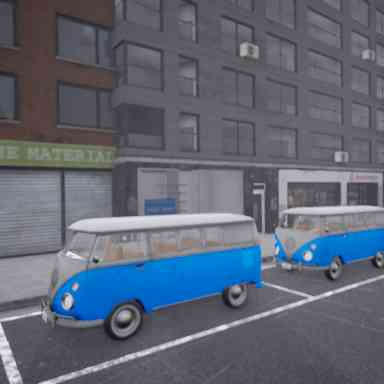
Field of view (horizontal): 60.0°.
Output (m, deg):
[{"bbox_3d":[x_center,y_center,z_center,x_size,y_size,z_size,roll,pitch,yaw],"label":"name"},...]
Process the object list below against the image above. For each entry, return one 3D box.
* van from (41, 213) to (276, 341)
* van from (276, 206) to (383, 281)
[{"bbox_3d":[-0.500,1.326,6.197,3.998,1.788,1.690,0,0,-36],"label":"van"},{"bbox_3d":[4.040,1.300,9.450,3.998,1.788,1.690,0,0,-36],"label":"van"}]
